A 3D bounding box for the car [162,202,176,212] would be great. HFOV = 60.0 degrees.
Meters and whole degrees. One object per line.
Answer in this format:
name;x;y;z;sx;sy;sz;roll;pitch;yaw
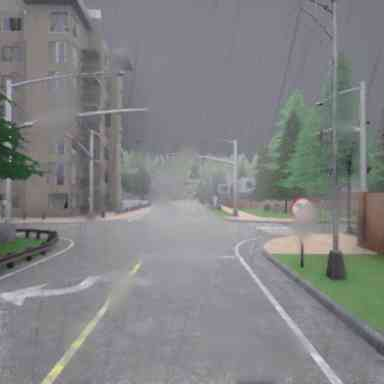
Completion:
car;-3.495;2.206;50.509;1.812;1.442;4.674;0;-1;0
